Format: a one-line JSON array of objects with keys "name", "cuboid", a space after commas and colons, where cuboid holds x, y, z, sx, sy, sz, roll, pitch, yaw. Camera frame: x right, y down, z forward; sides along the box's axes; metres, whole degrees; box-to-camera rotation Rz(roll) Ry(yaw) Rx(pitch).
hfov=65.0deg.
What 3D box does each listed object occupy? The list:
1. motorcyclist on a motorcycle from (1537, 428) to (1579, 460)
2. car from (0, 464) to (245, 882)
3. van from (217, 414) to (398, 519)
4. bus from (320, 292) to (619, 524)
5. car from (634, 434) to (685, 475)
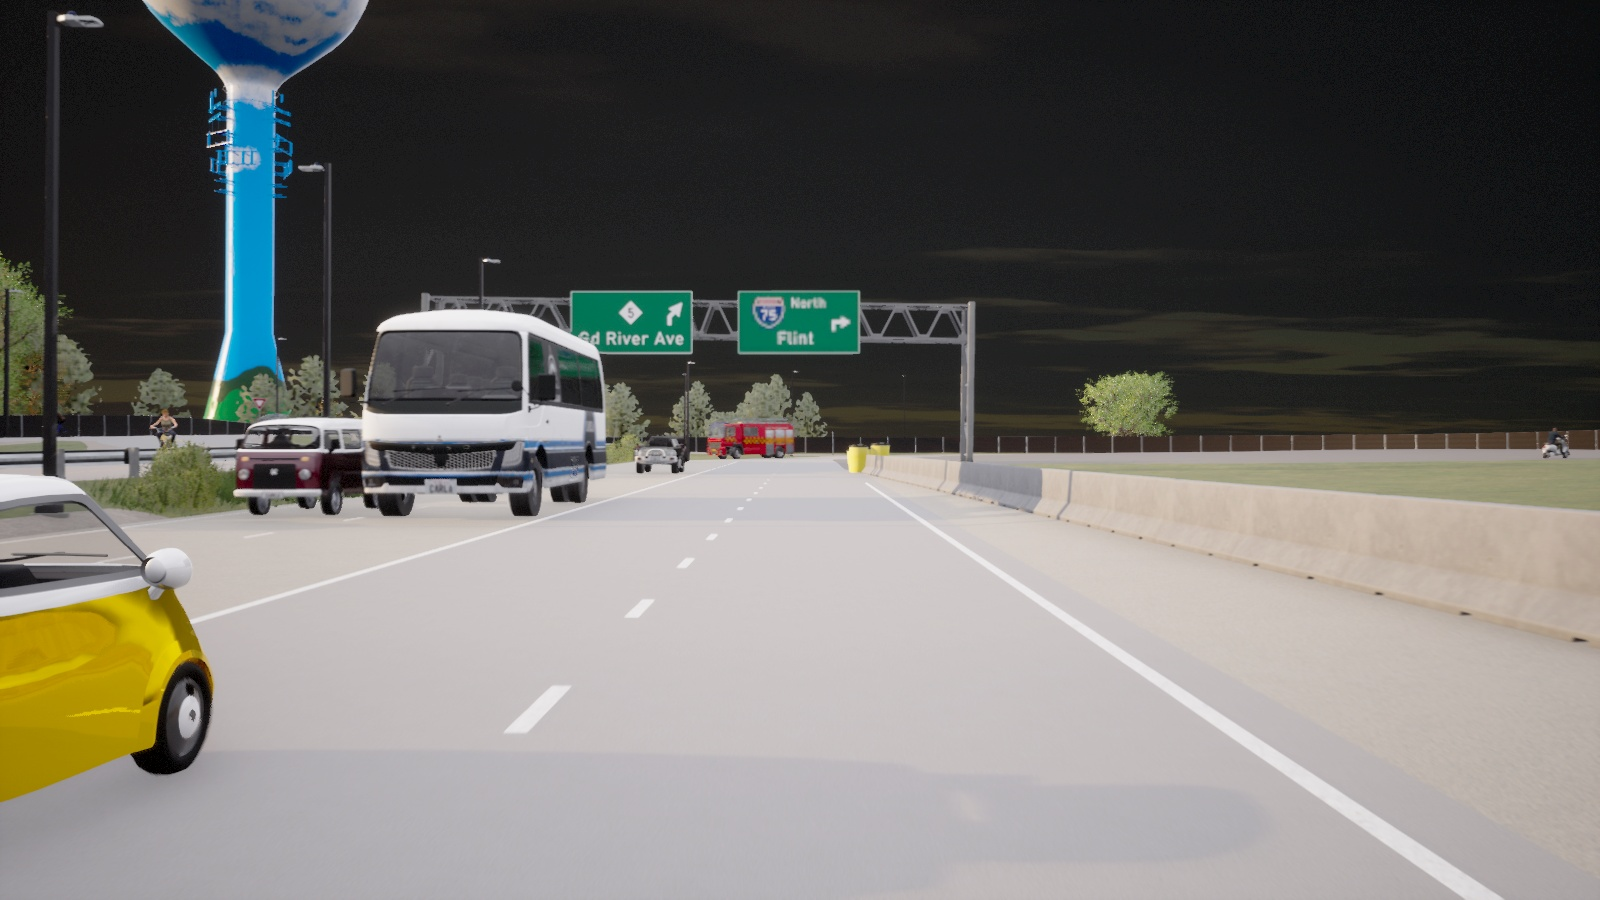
[{"name": "motorcyclist on a motorcycle", "cuboid": [38.216, -0.281, 63.305, 1.817, 1.590, 0.866, -1, 0, -20]}, {"name": "car", "cuboid": [-3.456, 0.771, 5.026, 1.481, 1.376, 2.207, 0, 1, 0]}, {"name": "van", "cuboid": [-10.331, 0.300, 26.730, 2.069, 2.038, 4.480, 0, 0, 0]}, {"name": "bus", "cuboid": [-6.821, -0.802, 28.219, 3.944, 4.253, 10.273, 0, 0, 0]}, {"name": "car", "cuboid": [-6.636, 0.180, 59.747, 1.932, 1.855, 4.605, 0, 0, 0]}]
